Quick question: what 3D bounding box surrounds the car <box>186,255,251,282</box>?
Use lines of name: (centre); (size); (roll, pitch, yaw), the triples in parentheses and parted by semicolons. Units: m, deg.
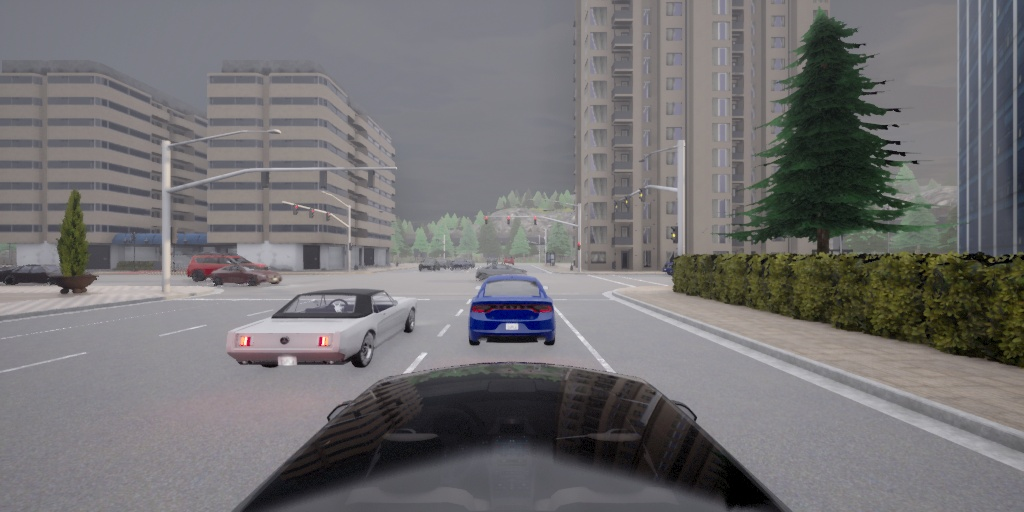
car: (-22.313, 0.971, 28.279); (5.566, 2.045, 2.150); (0, 0, 0)

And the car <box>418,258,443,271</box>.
car: (-11.011, 1.102, 47.891); (2.097, 1.767, 4.553); (0, 0, 0)

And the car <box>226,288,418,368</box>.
car: (-3.496, 1.351, 7.815); (1.895, 1.301, 4.718); (0, 0, 0)

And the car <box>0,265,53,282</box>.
car: (-39.768, 1.351, 28.292); (4.718, 1.301, 1.895); (0, 0, 0)

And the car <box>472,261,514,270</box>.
car: (-0.784, 1.314, 28.248); (4.181, 1.385, 1.994); (0, 0, 0)

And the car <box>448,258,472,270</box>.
car: (-7.546, 1.102, 52.110); (2.097, 1.767, 4.553); (0, 0, 0)

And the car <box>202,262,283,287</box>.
car: (-17.795, 1.275, 24.031); (4.674, 1.442, 1.812); (0, 0, 13)

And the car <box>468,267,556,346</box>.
car: (-0.004, 1.228, 9.481); (1.882, 1.535, 5.008); (0, 0, 0)

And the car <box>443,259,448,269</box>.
car: (-11.083, 1.255, 56.976); (1.837, 1.490, 4.892); (0, 0, 0)

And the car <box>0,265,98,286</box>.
car: (-32.132, 1.297, 24.782); (5.357, 1.411, 2.033); (0, 0, 0)

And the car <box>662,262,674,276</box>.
car: (17.893, 0.971, 35.428); (5.566, 2.045, 2.150); (0, 0, 0)
